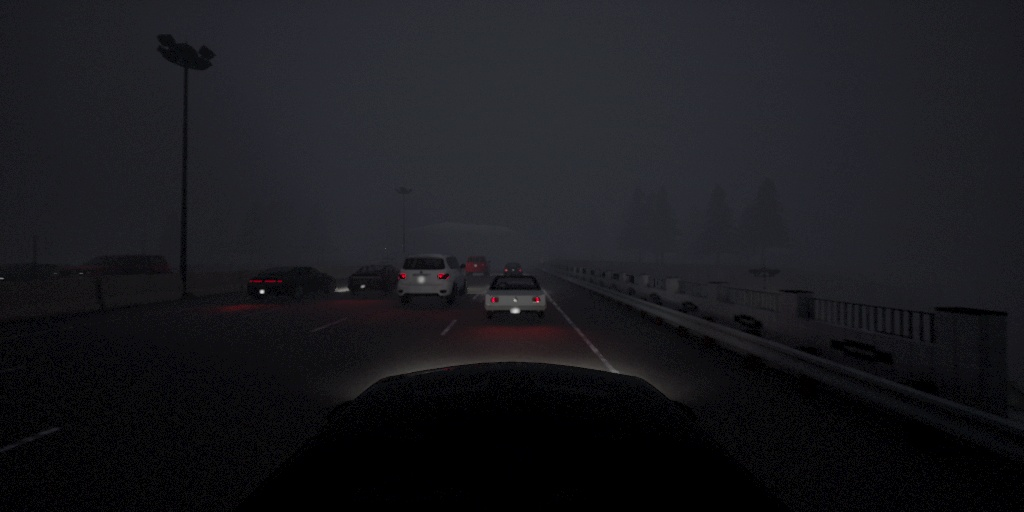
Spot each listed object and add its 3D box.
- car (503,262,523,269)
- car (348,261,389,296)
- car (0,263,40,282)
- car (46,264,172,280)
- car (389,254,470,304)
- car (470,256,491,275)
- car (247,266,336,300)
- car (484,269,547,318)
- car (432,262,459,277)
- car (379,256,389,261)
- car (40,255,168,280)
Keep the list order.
[{"bbox_3d":[0.106,1.327,34.627,2.033,1.411,5.357,0,0,0],"label":"car"},{"bbox_3d":[-6.897,1.207,19.017,2.128,1.511,4.902,0,0,0],"label":"car"},{"bbox_3d":[-28.093,1.207,21.262,2.128,1.511,4.902,0,0,0],"label":"car"},{"bbox_3d":[-21.097,1.317,19.426,1.895,1.301,4.718,0,0,0],"label":"car"},{"bbox_3d":[-3.398,0.940,16.125,2.150,2.045,5.566,0,0,0],"label":"car"},{"bbox_3d":[-3.394,1.015,36.131,2.150,2.045,5.566,0,0,0],"label":"car"},{"bbox_3d":[-10.397,1.222,17.336,1.837,1.490,4.892,0,0,0],"label":"car"},{"bbox_3d":[0.103,1.326,12.821,1.895,1.301,4.718,0,0,0],"label":"car"},{"bbox_3d":[-6.894,1.370,37.442,1.994,1.385,4.181,0,-1,0],"label":"car"},{"bbox_3d":[-20.989,1.080,60.770,2.150,2.045,5.566,0,-1,0],"label":"car"},{"bbox_3d":[-24.595,0.938,22.392,2.150,2.045,5.566,0,0,0],"label":"car"}]
